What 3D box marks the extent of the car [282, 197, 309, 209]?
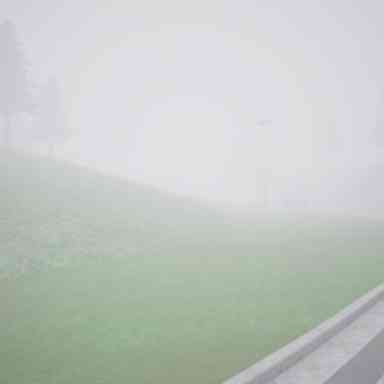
[{"bbox_3d":[14.297,1.472,46.269,1.882,1.535,5.008,0,0,-11],"label":"car"}]
